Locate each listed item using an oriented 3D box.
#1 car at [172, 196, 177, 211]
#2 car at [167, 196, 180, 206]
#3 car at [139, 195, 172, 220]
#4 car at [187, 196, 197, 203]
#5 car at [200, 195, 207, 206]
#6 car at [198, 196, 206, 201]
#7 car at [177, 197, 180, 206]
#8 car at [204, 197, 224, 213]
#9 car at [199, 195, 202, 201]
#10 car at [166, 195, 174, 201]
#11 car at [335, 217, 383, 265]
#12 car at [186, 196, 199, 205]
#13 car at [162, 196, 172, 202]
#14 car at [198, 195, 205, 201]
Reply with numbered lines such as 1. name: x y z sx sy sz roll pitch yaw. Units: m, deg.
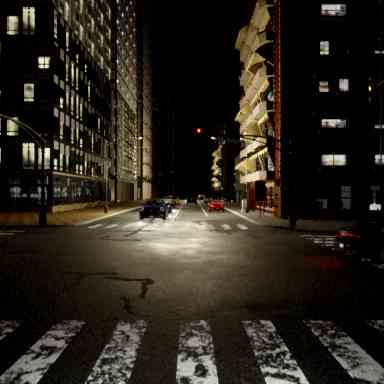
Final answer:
1. car: -3.158 1.501 37.196 2.128 1.511 4.902 0 0 0
2. car: -3.097 1.498 56.726 1.882 1.535 5.008 0 0 0
3. car: -3.142 1.357 28.148 2.097 1.767 4.553 0 0 0
4. car: -0.033 1.594 70.302 1.994 1.385 4.181 0 0 0
5. car: 2.606 1.567 50.158 2.008 1.369 4.403 0 0 0
6. car: 2.547 1.626 84.049 1.802 1.307 4.206 0 0 0
7. car: -3.153 1.615 46.454 1.895 1.301 4.718 0 0 0
8. car: 2.679 1.591 37.241 1.802 1.307 4.206 0 0 0
9. car: 2.597 1.571 55.806 2.008 1.369 4.403 0 0 0
10. car: -5.843 1.596 89.683 1.887 1.381 4.507 0 0 0
11. car: 7.658 1.670 11.701 4.892 1.490 1.837 1 0 -1
12. car: -0.003 1.526 59.995 1.837 1.490 4.892 0 -1 0
13. car: -5.823 1.589 78.386 2.008 1.369 4.403 0 0 0
14. car: 2.537 1.491 89.698 1.967 1.590 4.097 0 0 0
